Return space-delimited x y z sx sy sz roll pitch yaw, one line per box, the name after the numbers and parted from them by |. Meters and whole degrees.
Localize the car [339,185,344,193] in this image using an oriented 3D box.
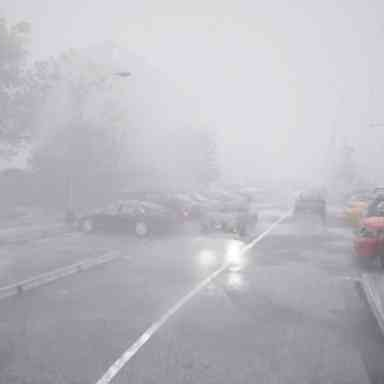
16.227 0.342 30.294 4.674 1.452 2.002 1 3 22 | car

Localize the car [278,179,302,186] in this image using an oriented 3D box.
24.400 -2.326 82.855 5.366 1.575 1.946 1 3 22 | car

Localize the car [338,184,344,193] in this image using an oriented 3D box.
17.395 0.195 33.122 4.674 1.452 2.002 1 3 22 | car

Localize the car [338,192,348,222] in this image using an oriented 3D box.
10.456 1.005 16.798 5.366 1.575 1.946 1 3 22 | car

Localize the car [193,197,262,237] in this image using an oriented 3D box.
1.877 1.197 15.920 1.994 1.385 4.181 1 3 22 | car

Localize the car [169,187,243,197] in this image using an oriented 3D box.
1.094 0.647 25.928 4.892 1.521 2.231 1 3 22 | car

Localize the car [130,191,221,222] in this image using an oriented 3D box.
-0.999 0.910 20.892 4.892 1.521 2.231 1 3 22 | car

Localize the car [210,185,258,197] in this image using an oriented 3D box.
3.272 0.371 31.200 5.008 1.535 2.097 1 3 22 | car

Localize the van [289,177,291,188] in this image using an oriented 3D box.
14.875 -1.337 59.607 4.442 1.987 1.878 1 3 22 | van

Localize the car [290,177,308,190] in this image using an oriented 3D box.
18.029 -1.170 54.890 2.150 2.045 5.566 1 3 23 | car

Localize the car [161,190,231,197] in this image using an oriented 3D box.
0.069 0.815 23.468 4.674 1.452 2.002 1 3 22 | car

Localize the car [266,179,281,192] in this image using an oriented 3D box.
9.628 -0.562 46.684 4.553 1.767 2.185 1 3 22 | car

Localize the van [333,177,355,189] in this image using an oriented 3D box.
35.117 -2.296 75.707 4.442 1.987 1.878 1 3 22 | van

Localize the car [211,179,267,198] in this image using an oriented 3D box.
4.356 -0.014 33.760 5.566 2.045 2.435 1 3 22 | car

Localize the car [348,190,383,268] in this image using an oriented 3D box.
7.276 1.104 8.678 5.566 2.045 2.435 1 2 22 | car

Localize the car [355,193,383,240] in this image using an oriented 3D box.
9.476 1.022 14.017 4.553 1.767 2.185 1 3 22 | car

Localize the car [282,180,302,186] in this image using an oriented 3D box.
25.610 -2.427 85.375 4.792 1.488 2.163 1 3 22 | car

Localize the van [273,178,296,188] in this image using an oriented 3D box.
19.351 -1.873 69.834 4.442 1.987 1.878 1 3 22 | van

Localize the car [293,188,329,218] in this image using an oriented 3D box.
7.948 0.778 22.226 2.128 1.511 4.902 1 3 22 | car

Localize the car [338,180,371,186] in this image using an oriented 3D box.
18.488 -0.113 35.837 4.553 1.767 2.185 1 3 22 | car

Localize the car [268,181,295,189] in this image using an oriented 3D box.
18.137 -1.508 67.193 5.008 1.535 2.097 1 3 22 | car

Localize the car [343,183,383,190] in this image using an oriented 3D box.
14.016 0.460 24.847 4.553 1.767 2.185 1 3 22 | car

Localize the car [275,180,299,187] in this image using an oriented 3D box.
21.382 -1.916 75.045 4.892 1.521 2.231 1 3 22 | car

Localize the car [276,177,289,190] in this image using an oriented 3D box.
11.760 -0.957 51.833 5.566 2.045 2.435 1 3 22 | car

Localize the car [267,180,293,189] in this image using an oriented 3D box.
17.085 -1.505 64.736 4.553 1.767 2.185 1 3 22 | car

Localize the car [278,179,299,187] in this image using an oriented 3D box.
22.469 -2.177 77.606 4.553 1.767 2.185 1 3 22 | car

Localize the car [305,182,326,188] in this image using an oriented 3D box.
14.747 -0.081 38.697 2.128 1.511 4.902 1 3 22 | car

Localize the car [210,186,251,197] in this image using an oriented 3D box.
2.196 0.507 28.627 4.892 1.521 2.231 1 3 22 | car

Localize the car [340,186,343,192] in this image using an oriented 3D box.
15.136 0.474 27.568 4.792 1.488 2.163 1 3 22 | car

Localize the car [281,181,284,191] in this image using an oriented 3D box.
10.697 -0.542 49.270 4.792 1.488 2.163 1 3 22 | car

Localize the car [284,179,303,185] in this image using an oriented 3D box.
27.741 -2.696 90.534 4.792 1.488 2.163 1 3 22 | car

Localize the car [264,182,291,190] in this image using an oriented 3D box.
16.052 -1.204 62.153 4.674 1.452 2.002 1 3 22 | car

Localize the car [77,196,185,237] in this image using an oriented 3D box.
-3.124 1.148 15.713 4.892 1.521 2.231 1 2 22 | car

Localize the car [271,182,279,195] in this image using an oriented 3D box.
8.621 -0.272 44.087 4.792 1.488 2.163 1 3 22 | car

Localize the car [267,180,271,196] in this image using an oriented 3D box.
6.385 -0.153 38.831 4.553 1.767 2.185 1 3 22 | car

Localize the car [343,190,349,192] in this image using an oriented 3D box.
11.919 0.867 19.370 5.366 1.575 1.946 1 3 22 | car
